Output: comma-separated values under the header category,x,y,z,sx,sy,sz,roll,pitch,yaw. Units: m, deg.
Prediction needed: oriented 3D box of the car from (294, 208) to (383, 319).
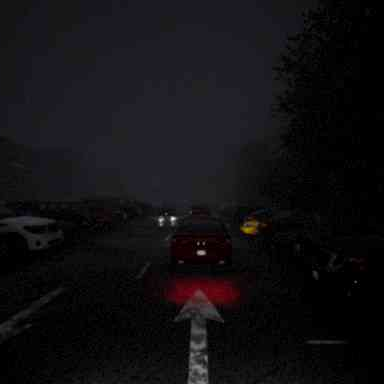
category,x,y,z,sx,sy,sz,roll,pitch,yaw
car,5.181,1.283,6.471,5.566,2.045,2.435,0,0,1

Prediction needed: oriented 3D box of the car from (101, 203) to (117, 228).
category,x,y,z,sx,sy,sz,roll,pitch,yaw
car,-7.556,1.621,20.608,4.892,1.521,2.231,0,0,1

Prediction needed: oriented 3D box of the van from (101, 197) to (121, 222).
category,x,y,z,sx,sy,sz,roll,pitch,yaw
van,-7.600,1.417,23.416,4.442,1.987,1.878,0,0,1

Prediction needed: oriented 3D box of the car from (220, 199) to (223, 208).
category,x,y,z,sx,sy,sz,roll,pitch,yaw
car,5.935,1.812,37.091,5.008,1.535,2.097,0,-1,1

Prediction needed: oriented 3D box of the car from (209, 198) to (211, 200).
category,x,y,z,sx,sy,sz,roll,pitch,yaw
car,6.863,2.451,74.276,5.008,1.535,2.097,0,-1,1

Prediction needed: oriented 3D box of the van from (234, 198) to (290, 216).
category,x,y,z,sx,sy,sz,roll,pitch,yaw
van,5.776,1.467,25.959,4.442,1.987,1.878,0,-1,1

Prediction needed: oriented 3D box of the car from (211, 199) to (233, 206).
category,x,y,z,sx,sy,sz,roll,pitch,yaw
car,6.934,2.510,77.548,4.892,1.521,2.231,0,-1,1

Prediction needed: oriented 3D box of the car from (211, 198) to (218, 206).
category,x,y,z,sx,sy,sz,roll,pitch,yaw
car,6.777,2.435,71.129,4.674,1.452,2.002,0,-1,1

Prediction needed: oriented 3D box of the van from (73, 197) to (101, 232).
category,x,y,z,sx,sy,sz,roll,pitch,yaw
van,-7.498,1.371,17.805,4.442,1.987,1.878,0,0,1

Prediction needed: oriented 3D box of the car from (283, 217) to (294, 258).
category,x,y,z,sx,sy,sz,roll,pitch,yaw
car,5.301,1.585,9.250,4.792,1.488,2.163,0,0,1

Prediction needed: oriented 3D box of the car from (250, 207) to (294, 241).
category,x,y,z,sx,sy,sz,roll,pitch,yaw
car,5.394,1.601,14.819,5.008,1.535,2.097,0,0,1

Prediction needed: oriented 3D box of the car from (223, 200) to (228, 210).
category,x,y,z,sx,sy,sz,roll,pitch,yaw
car,5.863,1.818,34.305,4.674,1.452,2.002,0,-1,1

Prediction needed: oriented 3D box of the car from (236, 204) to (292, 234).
category,x,y,z,sx,sy,sz,roll,pitch,yaw
car,5.278,1.621,17.609,5.366,1.575,1.946,0,0,1

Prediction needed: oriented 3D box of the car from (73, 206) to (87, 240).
category,x,y,z,sx,sy,sz,roll,pitch,yaw
car,-7.685,1.573,15.003,5.008,1.535,2.097,0,0,1

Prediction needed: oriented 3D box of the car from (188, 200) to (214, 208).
category,x,y,z,sx,sy,sz,roll,pitch,yaw
car,0.774,1.749,30.435,1.837,1.490,4.892,0,-1,1

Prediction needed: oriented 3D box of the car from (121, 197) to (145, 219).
category,x,y,z,sx,sy,sz,roll,pitch,yaw
car,-7.322,1.441,29.016,5.566,2.045,2.435,0,-1,1

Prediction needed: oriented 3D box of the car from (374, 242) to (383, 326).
category,x,y,z,sx,sy,sz,roll,pitch,yaw
car,5.139,1.515,3.683,5.008,1.535,2.097,0,0,1

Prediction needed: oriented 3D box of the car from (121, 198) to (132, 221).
category,x,y,z,sx,sy,sz,roll,pitch,yaw
car,-7.449,1.540,26.216,4.553,1.767,2.185,0,0,1

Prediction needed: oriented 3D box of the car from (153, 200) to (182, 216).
category,x,y,z,sx,sy,sz,roll,pitch,yaw
car,-2.523,1.847,35.988,2.033,1.411,5.357,0,-1,2

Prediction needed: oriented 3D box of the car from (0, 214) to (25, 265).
category,x,y,z,sx,sy,sz,roll,pitch,yaw
car,-7.812,1.528,9.394,4.892,1.521,2.231,0,0,1

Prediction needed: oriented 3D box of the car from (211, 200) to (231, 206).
category,x,y,z,sx,sy,sz,roll,pitch,yaw
car,7.018,2.608,80.822,4.674,1.452,2.002,0,-1,1

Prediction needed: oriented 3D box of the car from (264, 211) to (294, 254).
category,x,y,z,sx,sy,sz,roll,pitch,yaw
car,5.306,1.608,12.036,4.792,1.488,2.163,0,0,1

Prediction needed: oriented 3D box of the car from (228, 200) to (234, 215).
category,x,y,z,sx,sy,sz,roll,pitch,yaw
car,5.695,1.593,28.741,4.553,1.767,2.185,0,-1,1

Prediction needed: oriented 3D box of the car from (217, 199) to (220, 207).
category,x,y,z,sx,sy,sz,roll,pitch,yaw
car,6.063,1.891,42.657,5.008,1.535,2.097,0,-1,1

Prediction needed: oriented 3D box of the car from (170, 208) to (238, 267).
category,x,y,z,sx,sy,sz,roll,pitch,yaw
car,0.330,1.563,11.846,1.882,1.535,5.008,0,0,1

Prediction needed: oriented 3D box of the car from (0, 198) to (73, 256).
category,x,y,z,sx,sy,sz,roll,pitch,yaw
car,-7.714,1.299,12.202,5.566,2.045,2.435,0,0,1

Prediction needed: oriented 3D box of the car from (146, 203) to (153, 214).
category,x,y,z,sx,sy,sz,roll,pitch,yaw
car,-7.082,1.826,40.220,4.892,1.521,2.231,0,-1,1

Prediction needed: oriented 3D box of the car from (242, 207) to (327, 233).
category,x,y,z,sx,sy,sz,roll,pitch,yaw
car,5.526,1.687,20.389,4.674,1.452,2.002,0,0,1
